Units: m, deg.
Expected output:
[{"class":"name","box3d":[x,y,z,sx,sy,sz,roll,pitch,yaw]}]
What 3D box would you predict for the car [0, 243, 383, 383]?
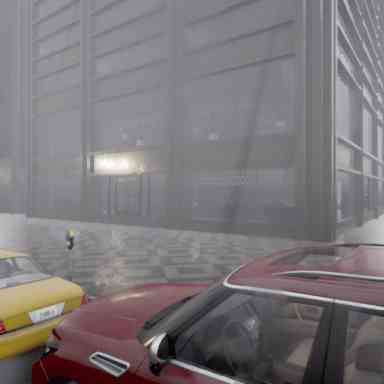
[{"class":"car","box3d":[1.017,1.315,2.237,5.009,1.841,2.192,0,0,35]}]
